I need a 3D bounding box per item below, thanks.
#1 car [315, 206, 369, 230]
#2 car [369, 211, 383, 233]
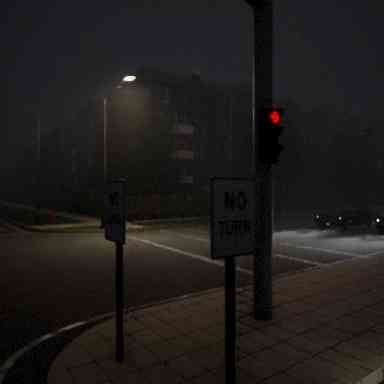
[{"bbox_3d":[9.845,1.577,21.037,4.718,1.301,1.895,0,0,-36],"label":"car"},{"bbox_3d":[11.982,1.577,18.264,4.718,1.301,1.895,0,0,-36],"label":"car"}]
